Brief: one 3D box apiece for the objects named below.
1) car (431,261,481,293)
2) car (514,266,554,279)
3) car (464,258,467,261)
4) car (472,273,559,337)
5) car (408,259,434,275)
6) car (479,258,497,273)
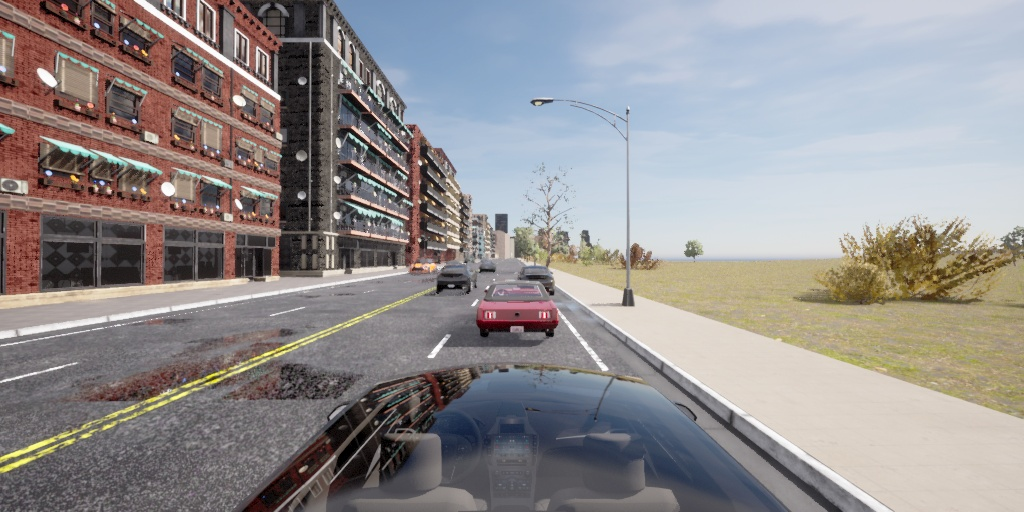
[{"bbox_3d":[-3.073,1.257,20.620,1.837,1.490,4.892,0,0,0],"label":"car"},{"bbox_3d":[1.210,1.257,19.435,1.837,1.490,4.892,0,0,0],"label":"car"},{"bbox_3d":[-6.447,1.256,39.155,1.837,1.490,4.892,0,0,0],"label":"car"},{"bbox_3d":[0.133,1.352,10.235,1.895,1.301,4.718,0,0,0],"label":"car"},{"bbox_3d":[-9.697,1.103,39.027,2.097,1.767,4.553,0,0,0],"label":"car"},{"bbox_3d":[-2.970,1.313,44.774,1.994,1.385,4.181,0,0,0],"label":"car"}]
